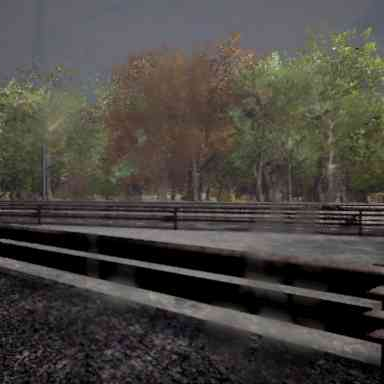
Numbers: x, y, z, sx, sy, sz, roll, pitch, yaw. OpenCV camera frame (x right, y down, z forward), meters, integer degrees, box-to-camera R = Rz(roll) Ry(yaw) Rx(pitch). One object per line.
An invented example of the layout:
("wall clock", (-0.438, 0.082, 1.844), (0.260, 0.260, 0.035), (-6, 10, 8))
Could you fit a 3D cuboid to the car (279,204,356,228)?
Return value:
("car", (8.398, 1.579, 22.621), (4.892, 1.490, 1.837), (0, 0, 17))
